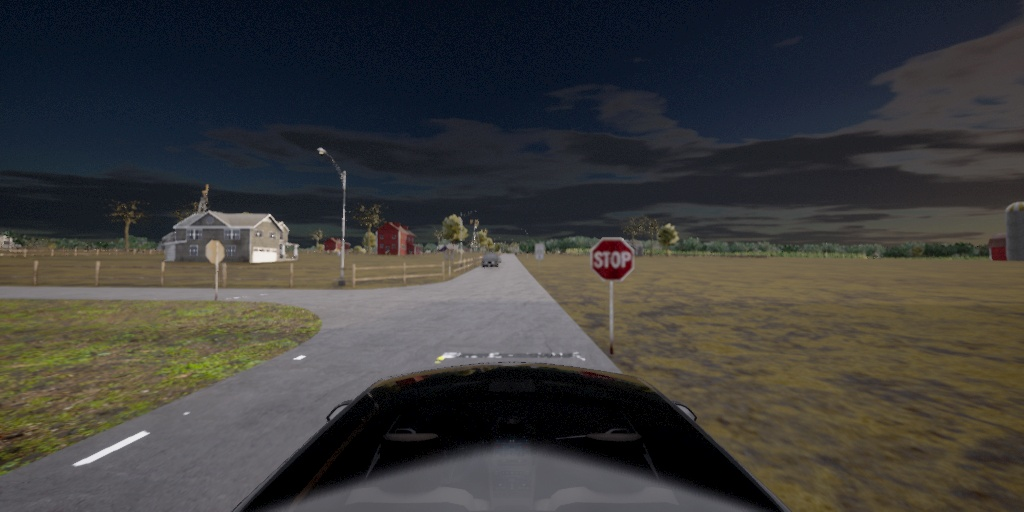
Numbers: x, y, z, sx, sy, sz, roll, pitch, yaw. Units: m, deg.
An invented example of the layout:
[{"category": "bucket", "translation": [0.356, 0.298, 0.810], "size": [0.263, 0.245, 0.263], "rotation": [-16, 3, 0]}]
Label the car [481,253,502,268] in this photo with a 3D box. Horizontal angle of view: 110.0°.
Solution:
[{"category": "car", "translation": [-2.869, 0.662, 48.083], "size": [2.150, 2.045, 5.566], "rotation": [0, 2, 0]}]
